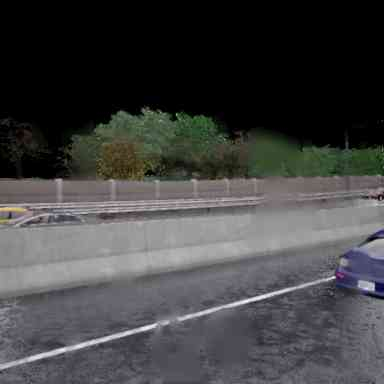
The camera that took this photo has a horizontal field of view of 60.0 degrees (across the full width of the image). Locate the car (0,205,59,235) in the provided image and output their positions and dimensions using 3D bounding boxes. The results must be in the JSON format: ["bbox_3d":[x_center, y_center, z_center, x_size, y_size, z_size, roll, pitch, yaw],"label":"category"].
[{"bbox_3d":[-10.006,1.522,18.353,4.674,1.442,1.812,0,0,-36],"label":"car"}]

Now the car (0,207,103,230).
[{"bbox_3d":[-5.801,1.488,12.754,4.902,1.511,2.128,0,0,-36],"label":"car"}]

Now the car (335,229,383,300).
[{"bbox_3d":[5.004,1.500,7.319,4.674,1.442,1.812,0,0,-36],"label":"car"}]

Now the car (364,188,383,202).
[{"bbox_3d":[23.975,0.282,42.481,5.008,1.535,1.882,-3,2,-35],"label":"car"}]

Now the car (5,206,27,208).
[{"bbox_3d":[-8.625,1.475,15.038,5.008,1.535,1.882,0,0,-36],"label":"car"}]
